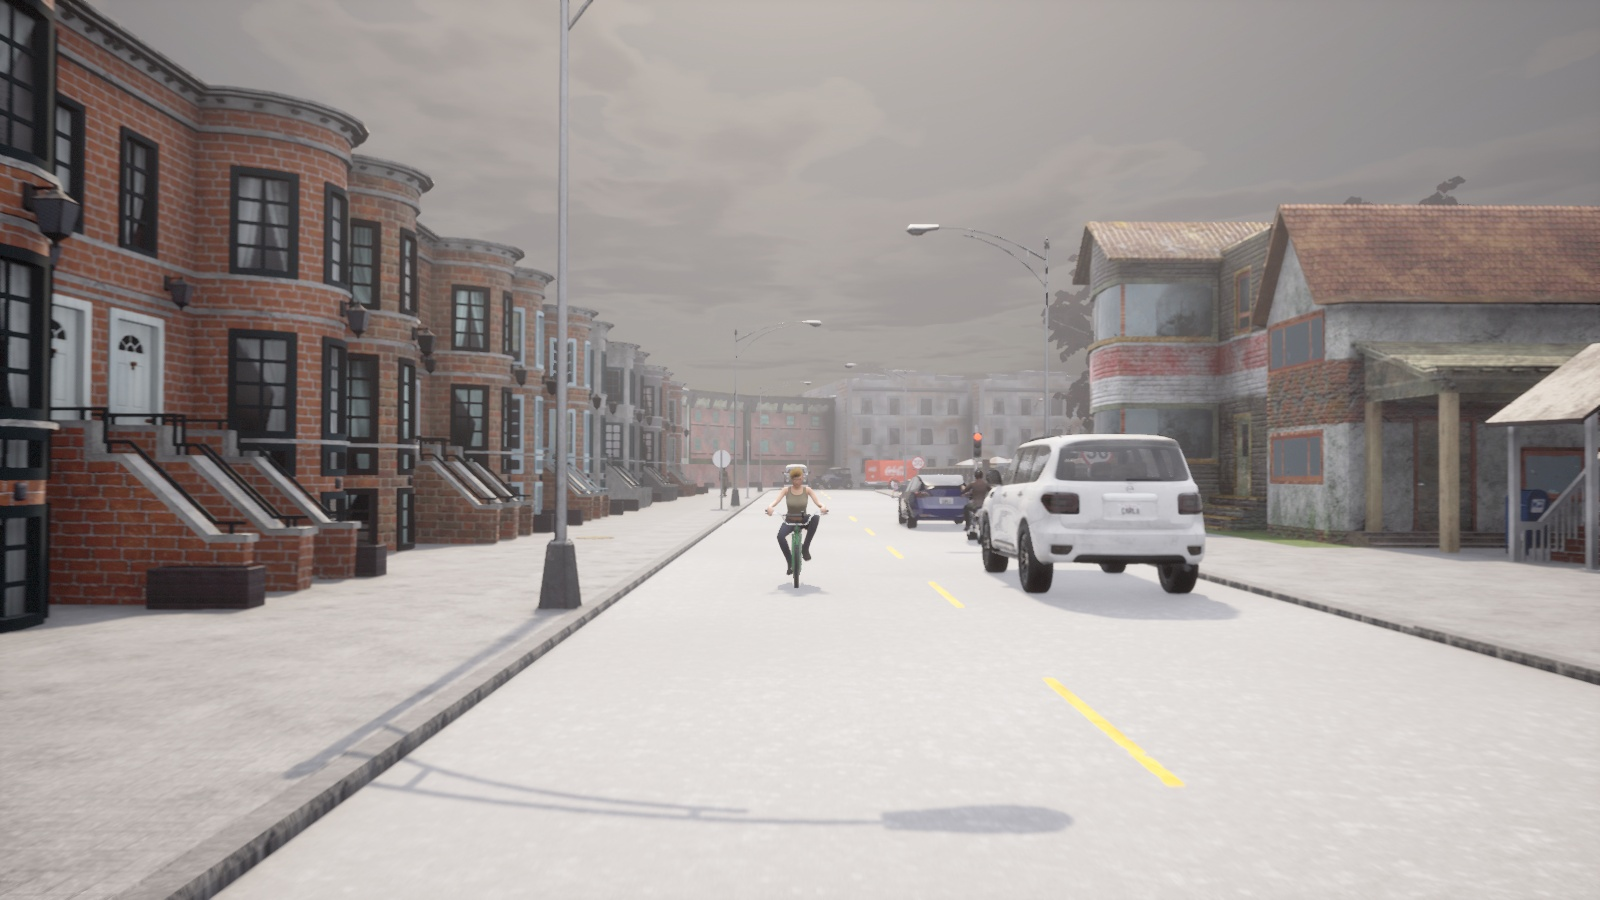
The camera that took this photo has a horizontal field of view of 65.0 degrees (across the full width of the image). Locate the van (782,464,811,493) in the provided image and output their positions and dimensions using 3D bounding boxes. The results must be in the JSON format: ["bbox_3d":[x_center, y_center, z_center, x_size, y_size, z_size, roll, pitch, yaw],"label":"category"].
[{"bbox_3d":[-0.251,2.064,91.114,2.069,2.038,4.480,0,-1,0],"label":"van"}]

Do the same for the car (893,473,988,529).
[{"bbox_3d":[3.913,1.399,35.867,2.163,1.488,4.792,0,-1,0],"label":"car"}]

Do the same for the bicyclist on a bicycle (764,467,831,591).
[{"bbox_3d":[-0.035,1.037,17.066,0.866,1.612,1.509,0,-1,0],"label":"bicyclist on a bicycle"}]

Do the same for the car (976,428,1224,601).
[{"bbox_3d":[3.958,0.815,17.741,2.150,2.045,5.566,0,-1,0],"label":"car"}]

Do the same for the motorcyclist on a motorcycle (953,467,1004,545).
[{"bbox_3d":[3.935,1.215,27.845,0.766,1.649,2.350,0,-1,0],"label":"motorcyclist on a motorcycle"}]
